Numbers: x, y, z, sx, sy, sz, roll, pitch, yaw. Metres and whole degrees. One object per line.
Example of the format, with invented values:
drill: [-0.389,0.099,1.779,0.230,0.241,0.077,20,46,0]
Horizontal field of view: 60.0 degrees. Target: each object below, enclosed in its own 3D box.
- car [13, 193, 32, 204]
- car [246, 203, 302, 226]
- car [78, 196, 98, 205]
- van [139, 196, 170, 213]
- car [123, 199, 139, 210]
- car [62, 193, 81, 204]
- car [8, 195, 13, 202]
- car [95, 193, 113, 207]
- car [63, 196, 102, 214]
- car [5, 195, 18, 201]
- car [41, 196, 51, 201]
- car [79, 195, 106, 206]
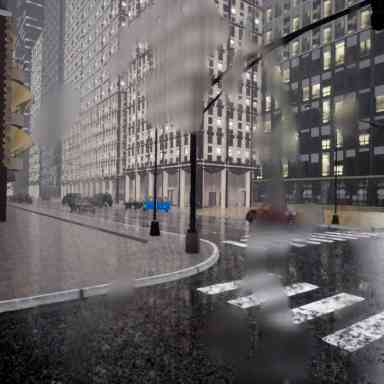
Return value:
car: [-30.508,1.155,60.538,2.192,1.841,5.009,1,-1,-35]
car: [5.765,1.505,23.947,1.967,1.590,4.097,1,-1,-35]
car: [-18.483,1.525,58.859,1.837,1.490,4.892,1,-1,-35]
van: [-4.048,1.382,37.762,1.690,1.788,3.998,1,-1,-35]
car: [-7.323,1.584,42.365,2.008,1.369,4.403,1,-1,-35]
car: [-20.028,1.182,55.613,2.150,2.045,5.566,1,-1,-35]
car: [-37.055,1.396,69.745,1.947,1.339,4.313,1,-1,-35]
car: [-14.473,1.255,53.157,2.150,2.045,5.566,1,-1,-35]
car: [-10.882,1.427,32.908,2.008,1.369,4.403,1,-1,-35]
car: [-40.325,1.378,74.350,2.008,1.369,4.403,1,-1,-35]
car: [-36.768,1.570,83.807,1.802,1.307,4.206,1,-1,-35]
car: [-14.564,1.535,48.010,1.994,1.385,4.181,1,-1,-37]
